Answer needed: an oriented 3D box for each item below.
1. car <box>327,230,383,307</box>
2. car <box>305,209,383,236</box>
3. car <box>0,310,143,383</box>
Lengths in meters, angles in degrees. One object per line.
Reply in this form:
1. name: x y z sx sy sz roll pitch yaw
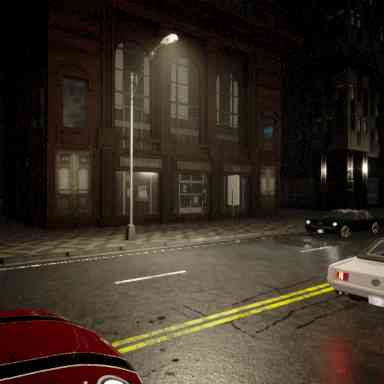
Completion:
1. car: 5.010 1.597 7.014 4.718 1.301 1.895 0 0 -35
2. car: 8.013 1.587 17.393 4.718 1.301 1.895 0 0 -36
3. car: -2.424 1.352 1.711 4.553 1.767 2.097 0 0 -36
